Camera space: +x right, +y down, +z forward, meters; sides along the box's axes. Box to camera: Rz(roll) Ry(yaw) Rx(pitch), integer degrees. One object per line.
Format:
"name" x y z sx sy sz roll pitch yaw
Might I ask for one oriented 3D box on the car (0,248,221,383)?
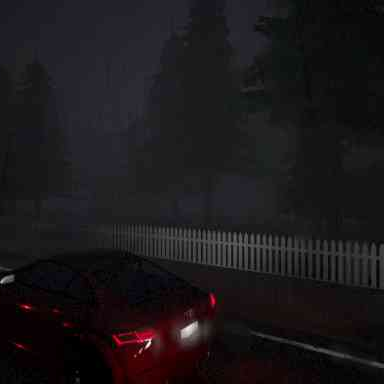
"car" -1.675 1.564 4.975 4.181 1.385 1.994 0 0 35
